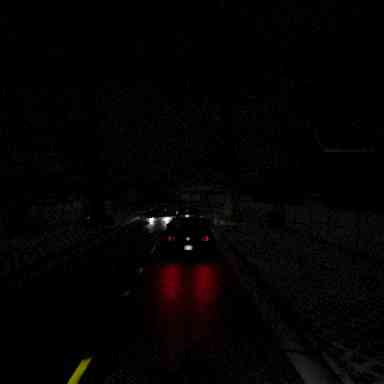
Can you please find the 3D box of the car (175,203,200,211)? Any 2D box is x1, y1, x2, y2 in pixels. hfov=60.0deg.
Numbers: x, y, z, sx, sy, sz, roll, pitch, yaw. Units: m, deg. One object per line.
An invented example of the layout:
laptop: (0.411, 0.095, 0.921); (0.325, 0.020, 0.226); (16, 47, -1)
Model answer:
car: (-0.400, 1.763, 29.509); (1.837, 1.490, 4.892); (0, -1, -1)

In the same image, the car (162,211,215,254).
car: (-0.147, 1.704, 14.010); (1.895, 1.301, 4.718); (0, -1, -1)

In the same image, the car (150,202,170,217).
car: (-3.400, 1.807, 35.887); (1.882, 1.535, 5.008); (0, -1, -1)
